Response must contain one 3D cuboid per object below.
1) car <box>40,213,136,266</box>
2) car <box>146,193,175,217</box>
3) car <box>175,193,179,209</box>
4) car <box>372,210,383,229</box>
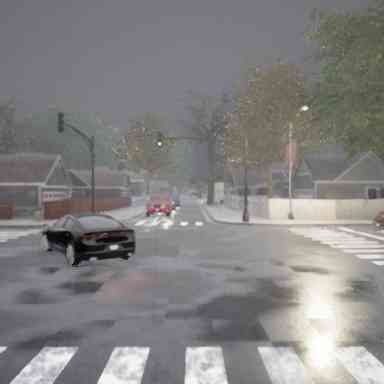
[{"bbox_3d":[-3.817,1.479,11.748,1.882,1.535,5.008,0,0,-38],"label":"car"},{"bbox_3d":[-3.090,1.213,32.069,2.150,2.045,5.566,0,0,0],"label":"car"},{"bbox_3d":[-3.090,1.345,41.979,2.097,1.767,4.553,0,0,0],"label":"car"},{"bbox_3d":[12.610,1.251,18.566,4.553,1.767,2.097,0,0,0],"label":"car"}]
